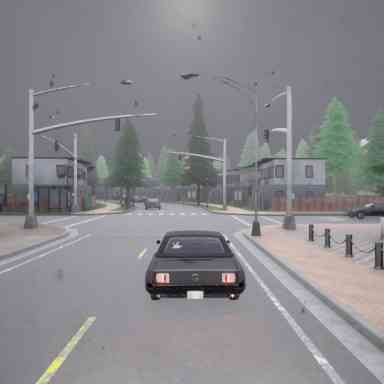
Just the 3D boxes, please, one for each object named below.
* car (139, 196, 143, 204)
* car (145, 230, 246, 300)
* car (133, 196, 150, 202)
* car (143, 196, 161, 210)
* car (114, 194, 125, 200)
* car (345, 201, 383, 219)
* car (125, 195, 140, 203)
[{"bbox_3d":[-6.638,1.513,52.715,2.033,1.411,5.357,0,0,-15],"label":"car"},{"bbox_3d":[0.033,1.601,8.325,1.895,1.301,4.718,0,0,-1],"label":"car"},{"bbox_3d":[-10.963,1.505,71.921,1.994,1.385,4.181,0,0,-36],"label":"car"},{"bbox_3d":[-4.946,1.491,42.447,1.812,1.442,4.674,0,0,-6],"label":"car"},{"bbox_3d":[-16.966,1.322,79.982,4.674,1.442,1.812,0,0,45],"label":"car"},{"bbox_3d":[15.405,1.510,28.052,4.674,1.442,1.812,0,0,1],"label":"car"},{"bbox_3d":[-11.021,1.470,64.590,1.837,1.490,4.892,0,0,-26],"label":"car"}]
